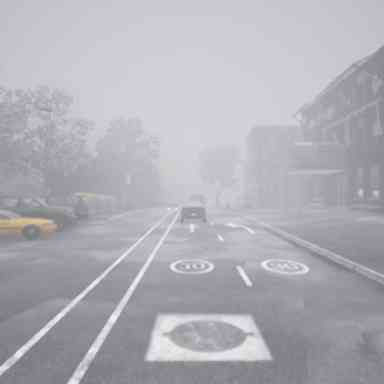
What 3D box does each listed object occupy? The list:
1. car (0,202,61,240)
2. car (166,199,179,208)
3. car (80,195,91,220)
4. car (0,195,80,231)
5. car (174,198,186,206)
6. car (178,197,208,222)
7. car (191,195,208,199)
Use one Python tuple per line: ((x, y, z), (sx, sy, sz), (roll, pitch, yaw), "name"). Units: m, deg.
((-9.279, 1.476, 15.782), (5.366, 1.575, 1.946), (-1, 0, -20), "car")
((-3.233, 2.031, 57.005), (1.994, 1.385, 4.181), (0, -1, 2), "car")
((-9.466, 1.222, 21.607), (5.566, 2.045, 2.435), (-1, 0, -20), "car")
((-9.420, 1.226, 18.679), (5.566, 2.045, 2.435), (-1, 0, -20), "car")
((-2.504, 2.197, 72.836), (2.097, 1.767, 4.553), (0, -1, 4), "car")
((0.106, 1.459, 26.501), (1.882, 1.535, 5.008), (0, 0, 0), "car")
((0.804, 1.408, 45.601), (2.150, 2.045, 5.566), (0, -1, 2), "car")
